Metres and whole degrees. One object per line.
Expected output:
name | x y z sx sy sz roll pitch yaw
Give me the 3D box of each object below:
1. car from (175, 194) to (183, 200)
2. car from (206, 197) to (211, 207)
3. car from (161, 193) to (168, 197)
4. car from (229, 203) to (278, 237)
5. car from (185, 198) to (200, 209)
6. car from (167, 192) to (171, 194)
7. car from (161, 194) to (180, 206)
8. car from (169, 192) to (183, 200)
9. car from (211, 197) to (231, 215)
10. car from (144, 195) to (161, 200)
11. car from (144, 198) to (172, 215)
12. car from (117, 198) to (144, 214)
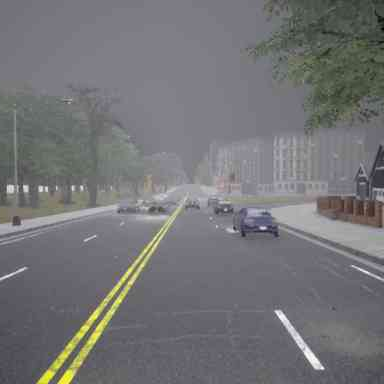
car | -3.362 1.208 83.938 1.837 1.490 4.892 0 1 0
car | 3.280 1.432 50.702 2.128 1.511 4.902 0 0 0
car | -6.599 1.391 67.760 1.812 1.442 4.674 0 0 0
car | 3.326 1.513 17.874 1.812 1.442 4.674 0 0 0
car | 0.040 1.503 44.639 2.033 1.411 5.357 0 0 0
car | -6.612 1.240 83.250 1.812 1.442 4.674 0 1 0
car | -3.413 1.444 53.166 1.837 1.490 4.892 0 0 0
car | -3.346 1.362 68.569 1.837 1.490 4.892 0 0 0
car | 3.208 1.497 34.028 1.812 1.442 4.674 0 0 0
car | -6.663 1.431 52.513 2.128 1.511 4.902 0 0 0
car | -3.395 1.569 34.057 1.895 1.301 4.718 0 0 0
car | -6.647 1.472 35.292 1.837 1.490 4.892 0 0 0
